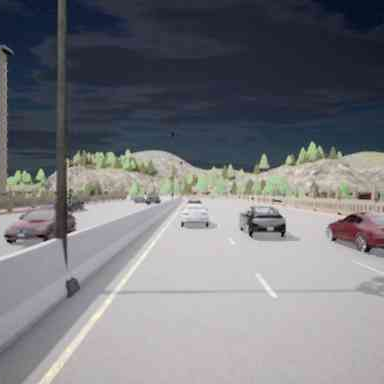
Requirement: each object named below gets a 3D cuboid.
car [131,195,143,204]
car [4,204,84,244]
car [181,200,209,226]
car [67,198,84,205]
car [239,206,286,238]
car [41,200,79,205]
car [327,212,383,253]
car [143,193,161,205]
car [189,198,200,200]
[{"bbox_3d":[-10.229,1.564,65.862,1.837,1.490,4.892,0,0,0],"label":"car"},{"bbox_3d":[-7.035,1.532,16.044,1.812,1.442,4.674,0,0,0],"label":"car"},{"bbox_3d":[0.195,1.543,23.244,1.812,1.442,4.674,0,0,0],"label":"car"},{"bbox_3d":[-13.929,1.508,38.362,2.128,1.511,4.902,0,0,0],"label":"car"},{"bbox_3d":[3.673,1.508,17.948,2.128,1.511,4.902,0,0,0],"label":"car"},{"bbox_3d":[-10.498,1.557,24.642,2.033,1.411,5.357,0,0,0],"label":"car"},{"bbox_3d":[7.154,1.542,13.555,1.812,1.442,4.674,0,0,0],"label":"car"},{"bbox_3d":[-6.794,1.272,58.846,2.150,2.045,5.566,0,0,1],"label":"car"},{"bbox_3d":[0.272,1.523,41.174,2.128,1.511,4.902,0,0,0],"label":"car"}]
